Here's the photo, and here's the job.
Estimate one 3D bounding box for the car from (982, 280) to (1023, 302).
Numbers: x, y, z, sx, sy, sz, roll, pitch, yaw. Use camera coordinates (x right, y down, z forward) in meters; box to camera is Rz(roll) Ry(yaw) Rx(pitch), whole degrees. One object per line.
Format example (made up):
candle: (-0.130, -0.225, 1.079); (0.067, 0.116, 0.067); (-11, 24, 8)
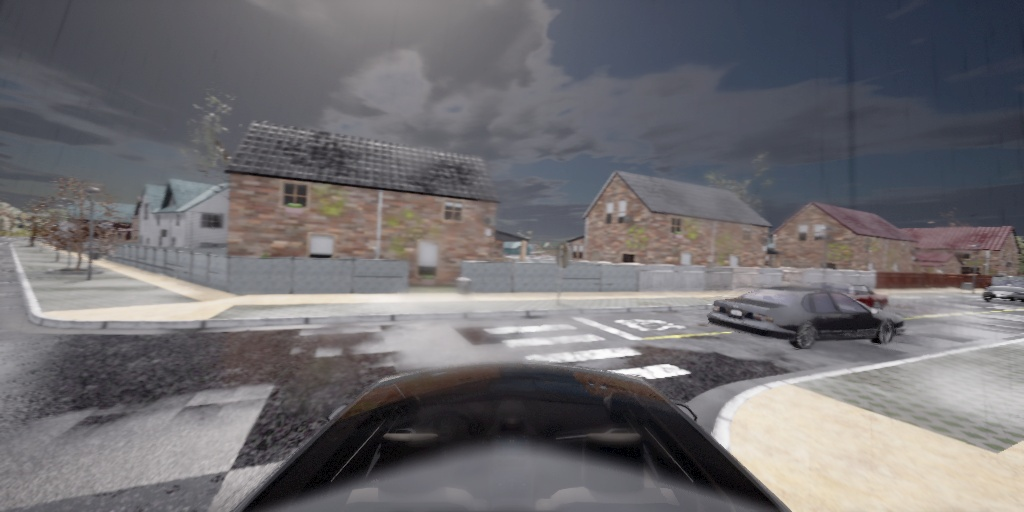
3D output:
car: (33.021, 2.346, 23.466); (4.902, 1.511, 2.128); (2, 1, -23)

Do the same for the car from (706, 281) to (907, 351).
car: (7.914, 1.544, 9.654); (5.357, 1.411, 2.033); (2, 1, -18)
